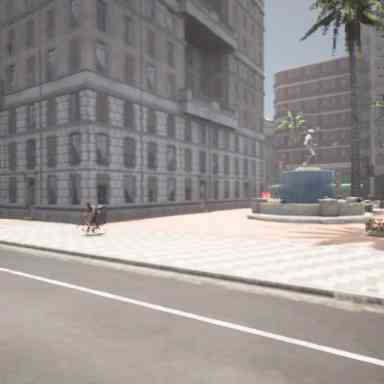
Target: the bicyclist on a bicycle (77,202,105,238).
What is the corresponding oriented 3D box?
[{"bbox_3d":[-4.739,1.294,15.672,0.582,1.620,1.656,0,-1,34],"label":"bicyclist on a bicycle"}]
